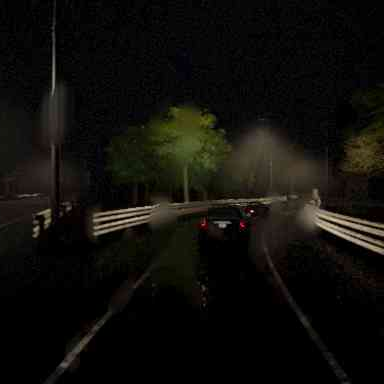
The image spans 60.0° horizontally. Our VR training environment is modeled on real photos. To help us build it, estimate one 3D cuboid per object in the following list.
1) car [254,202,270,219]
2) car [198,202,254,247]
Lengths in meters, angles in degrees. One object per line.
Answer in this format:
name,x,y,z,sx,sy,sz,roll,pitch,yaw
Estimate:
car,5.734,1.584,29.596,1.994,1.385,4.181,0,0,21
car,1.623,1.358,15.356,2.097,1.767,4.553,1,0,11
